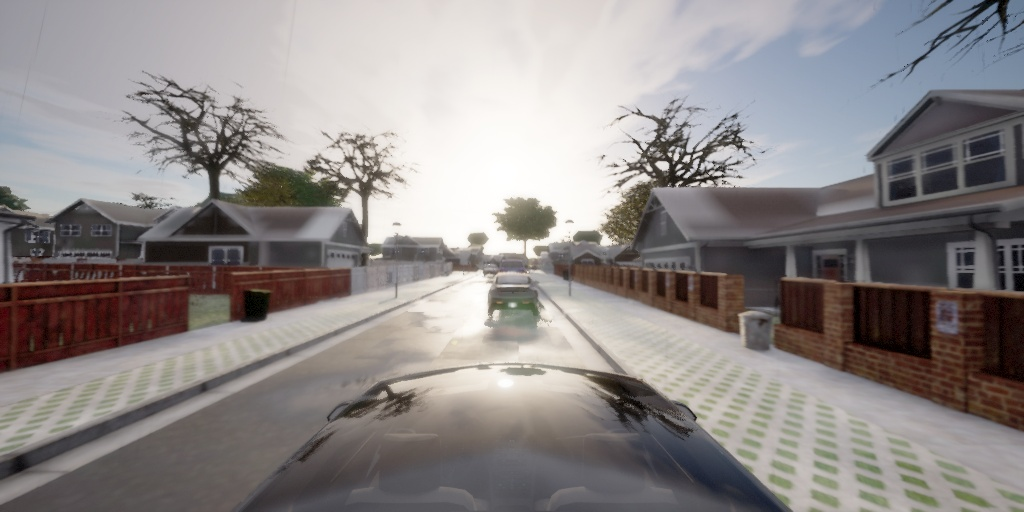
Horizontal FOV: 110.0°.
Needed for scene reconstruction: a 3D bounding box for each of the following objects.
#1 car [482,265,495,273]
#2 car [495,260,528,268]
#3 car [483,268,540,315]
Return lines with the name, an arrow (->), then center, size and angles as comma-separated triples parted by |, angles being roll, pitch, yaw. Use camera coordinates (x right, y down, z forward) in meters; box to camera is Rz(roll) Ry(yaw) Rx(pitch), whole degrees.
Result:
car -> -2.785, 1.910, 47.161 | 1.837, 1.490, 4.892 | 0, -1, 1
car -> 0.040, 1.311, 28.216 | 2.150, 2.045, 5.566 | 0, -1, 1
car -> 0.049, 1.399, 14.348 | 1.837, 1.490, 4.892 | 0, 0, 1
